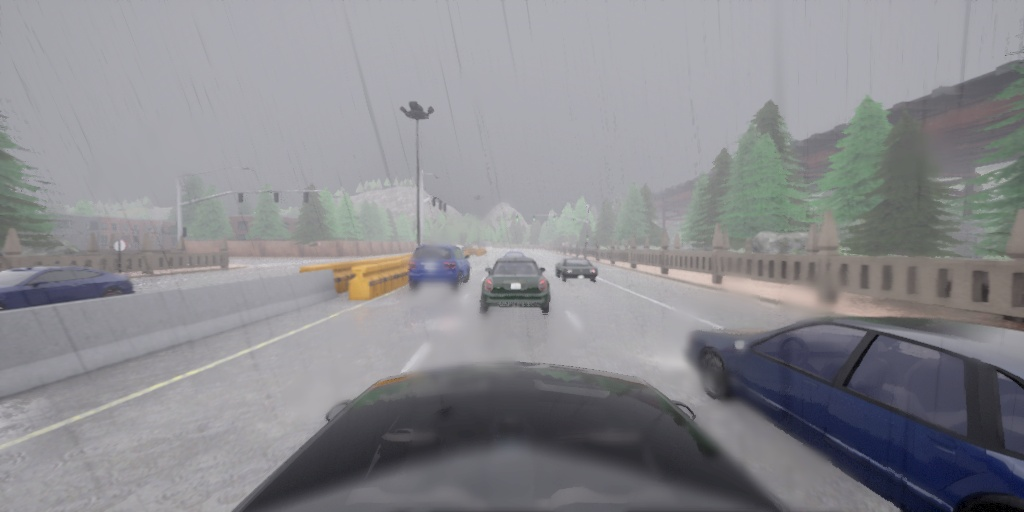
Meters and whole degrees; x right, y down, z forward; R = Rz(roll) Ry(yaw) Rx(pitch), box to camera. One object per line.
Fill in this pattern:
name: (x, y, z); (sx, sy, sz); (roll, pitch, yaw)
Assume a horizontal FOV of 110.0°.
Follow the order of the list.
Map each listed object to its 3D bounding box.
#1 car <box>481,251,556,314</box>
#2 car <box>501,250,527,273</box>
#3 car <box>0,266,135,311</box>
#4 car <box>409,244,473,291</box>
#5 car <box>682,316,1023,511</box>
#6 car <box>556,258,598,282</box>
car: (0.116, 0.808, 12.429); (2.097, 1.767, 4.553); (0, 2, 0)
car: (0.193, 0.380, 28.479); (1.882, 1.535, 5.008); (0, 2, 0)
car: (-14.075, 1.046, 10.565); (1.812, 1.442, 4.674); (0, 2, 0)
car: (-3.365, 0.501, 17.532); (2.150, 2.045, 5.566); (0, 2, 0)
car: (3.600, 1.275, 3.175); (2.033, 1.411, 5.357); (0, 1, 0)
car: (3.653, 0.755, 21.184); (1.895, 1.301, 4.718); (0, 2, 0)
